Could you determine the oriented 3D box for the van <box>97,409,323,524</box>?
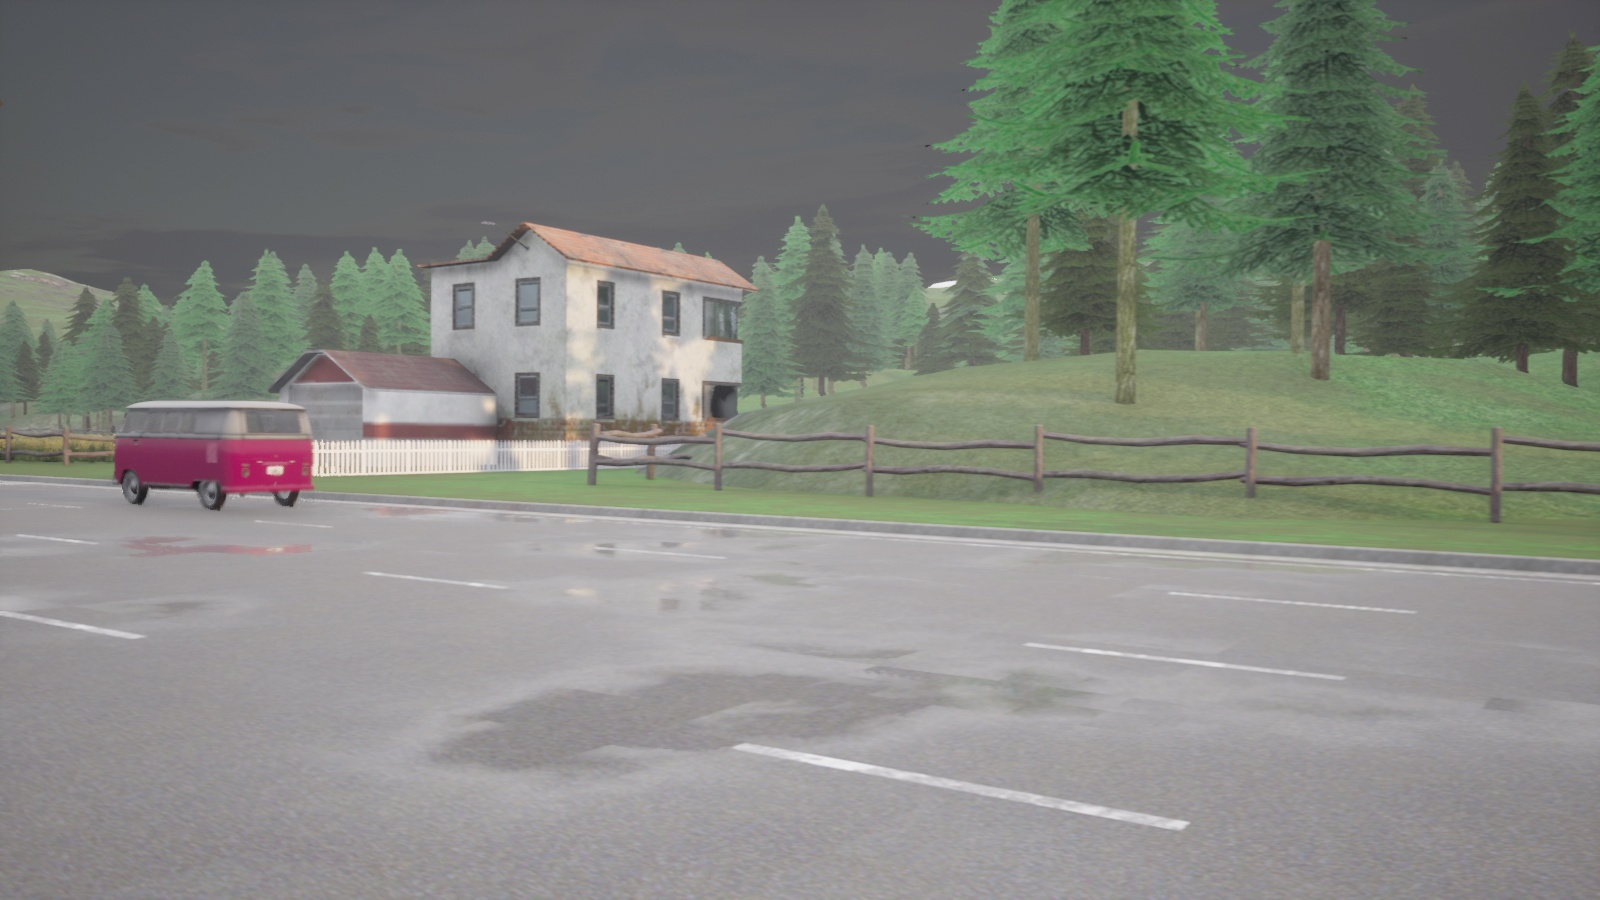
[{"bbox_3d":[-11.148,0.263,23.632,4.442,1.987,1.775,0,1,34],"label":"van"}]
